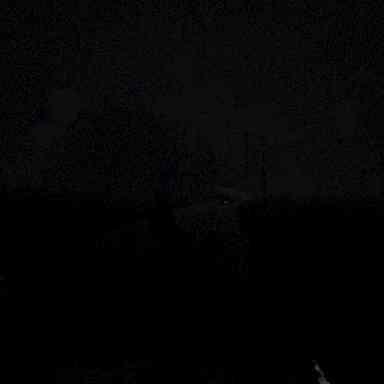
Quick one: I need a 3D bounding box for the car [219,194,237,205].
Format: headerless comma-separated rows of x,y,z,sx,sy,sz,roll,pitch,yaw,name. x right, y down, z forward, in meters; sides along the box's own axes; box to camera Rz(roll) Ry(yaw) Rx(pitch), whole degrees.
5.070,1.110,48.248,1.837,1.490,4.892,0,0,11,car

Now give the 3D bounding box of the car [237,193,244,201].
9.457,0.995,66.987,2.033,1.411,5.357,0,0,14,car
